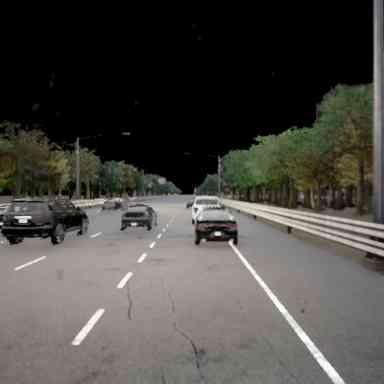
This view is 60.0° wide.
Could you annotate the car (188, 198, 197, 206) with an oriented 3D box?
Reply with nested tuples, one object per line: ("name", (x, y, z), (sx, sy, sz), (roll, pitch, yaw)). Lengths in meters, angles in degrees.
("car", (0.148, 1.915, 66.913), (1.812, 1.442, 4.674), (0, 0, 0))

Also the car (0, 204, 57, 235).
("car", (-10.390, 1.587, 20.808), (1.882, 1.535, 5.008), (0, 0, 0))

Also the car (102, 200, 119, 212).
("car", (-10.348, 1.736, 43.416), (2.128, 1.511, 4.902), (0, 0, 0))

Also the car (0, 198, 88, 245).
("car", (-6.893, 1.306, 16.272), (2.150, 2.045, 5.566), (0, 0, 0))

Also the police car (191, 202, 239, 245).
("police car", (1.057, 1.509, 16.181), (1.930, 1.638, 5.238), (0, 0, 0))

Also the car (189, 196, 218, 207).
("car", (1.065, 1.363, 26.091), (2.150, 2.045, 5.566), (0, 0, 0))

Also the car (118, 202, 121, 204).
("car", (-6.862, 1.818, 38.789), (1.895, 1.301, 4.718), (0, 0, 0))

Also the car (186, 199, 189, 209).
("car", (0.071, 1.789, 49.824), (1.837, 1.490, 4.892), (0, 0, 0))

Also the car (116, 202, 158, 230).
("car", (-3.390, 1.621, 21.877), (1.837, 1.490, 4.892), (0, 0, 0))

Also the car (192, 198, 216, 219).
("car", (1.074, 1.526, 32.022), (2.097, 1.767, 4.553), (0, 0, 0))
